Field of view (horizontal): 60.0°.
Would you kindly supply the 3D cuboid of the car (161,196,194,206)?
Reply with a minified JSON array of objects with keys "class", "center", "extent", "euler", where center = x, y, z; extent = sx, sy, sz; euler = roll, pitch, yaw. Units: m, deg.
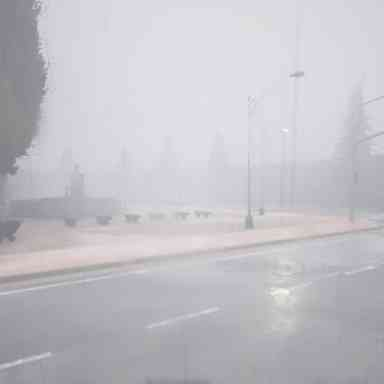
[{"class":"car","center":[-2.256,1.372,51.300],"extent":[4.892,1.490,1.837],"euler":[0,0,32]}]

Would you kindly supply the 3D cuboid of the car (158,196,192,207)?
[{"class":"car","center":[-2.750,1.406,47.424],"extent":[4.674,1.442,1.812],"euler":[0,0,35]}]
